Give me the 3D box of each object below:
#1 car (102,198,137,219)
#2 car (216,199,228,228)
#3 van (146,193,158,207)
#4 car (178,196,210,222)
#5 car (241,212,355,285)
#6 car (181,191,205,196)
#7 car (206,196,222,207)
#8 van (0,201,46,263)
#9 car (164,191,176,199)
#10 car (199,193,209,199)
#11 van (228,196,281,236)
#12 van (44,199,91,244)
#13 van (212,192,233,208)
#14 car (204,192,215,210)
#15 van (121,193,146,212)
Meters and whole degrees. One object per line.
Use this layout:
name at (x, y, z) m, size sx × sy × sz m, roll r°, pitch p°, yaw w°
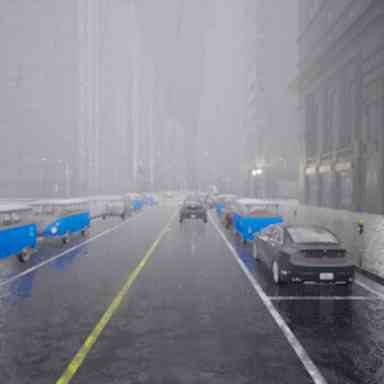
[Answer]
car at (-5.774, 1.369, 26.028) m, size 1.802 × 1.307 × 4.206 m, roll 0°, pitch 0°, yaw 0°
car at (2.753, 1.377, 20.364) m, size 1.887 × 1.381 × 4.507 m, roll 0°, pitch 0°, yaw 0°
van at (-5.782, 0.993, 43.058) m, size 1.690 × 1.788 × 3.998 m, roll 0°, pitch 0°, yaw 0°
car at (0.090, 1.308, 23.955) m, size 1.837 × 1.490 × 4.892 m, roll 0°, pitch 0°, yaw 0°
car at (2.758, 1.475, 9.009) m, size 2.008 × 1.369 × 4.403 m, roll 0°, pitch 0°, yaw 0°
car at (0.084, 1.031, 39.661) m, size 2.097 × 1.767 × 4.553 m, roll 0°, pitch 1°, yaw 0°
car at (2.744, 1.233, 43.073) m, size 1.802 × 1.307 × 4.206 m, roll 0°, pitch 0°, yaw 0°
van at (-5.768, 1.266, 8.995) m, size 1.690 × 1.788 × 3.998 m, roll 0°, pitch 0°, yaw 0°
car at (-5.797, 0.671, 81.349) m, size 2.192 × 1.841 × 5.009 m, roll 0°, pitch 0°, yaw 0°
car at (2.731, 0.949, 75.723) m, size 2.008 × 1.369 × 4.403 m, roll 0°, pitch 0°, yaw 0°
van at (2.755, 1.219, 14.685) m, size 1.690 × 1.788 × 3.998 m, roll 0°, pitch 0°, yaw 0°
van at (-5.770, 1.220, 14.672) m, size 1.690 × 1.788 × 3.998 m, roll 0°, pitch 0°, yaw 0°
van at (2.750, 1.128, 26.039) m, size 1.690 × 1.788 × 3.998 m, roll 0°, pitch 0°, yaw 0°
car at (2.746, 1.136, 37.395) m, size 1.967 × 1.590 × 4.097 m, roll 0°, pitch 0°, yaw 0°
van at (-5.777, 1.083, 31.704) m, size 1.690 × 1.788 × 3.998 m, roll 0°, pitch 0°, yaw 0°
